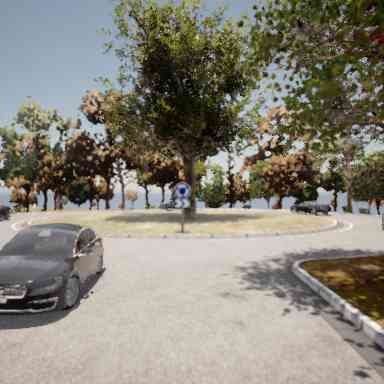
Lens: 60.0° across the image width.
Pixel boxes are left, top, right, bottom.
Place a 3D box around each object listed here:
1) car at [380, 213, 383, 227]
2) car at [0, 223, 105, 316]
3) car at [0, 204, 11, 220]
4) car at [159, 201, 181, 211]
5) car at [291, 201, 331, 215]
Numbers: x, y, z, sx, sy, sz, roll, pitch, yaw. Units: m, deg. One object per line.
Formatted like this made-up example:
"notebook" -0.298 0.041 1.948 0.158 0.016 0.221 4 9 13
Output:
"car" 13.464 1.722 21.656 2.033 1.411 5.357 0 0 28
"car" -3.324 1.564 7.923 1.837 1.490 4.892 2 -1 -4
"car" -16.469 1.687 27.017 2.128 1.511 4.902 0 0 -8
"car" -2.225 1.873 45.824 4.674 1.442 1.812 0 -1 -2
"car" 13.334 1.788 37.686 2.128 1.511 4.902 0 0 -27
